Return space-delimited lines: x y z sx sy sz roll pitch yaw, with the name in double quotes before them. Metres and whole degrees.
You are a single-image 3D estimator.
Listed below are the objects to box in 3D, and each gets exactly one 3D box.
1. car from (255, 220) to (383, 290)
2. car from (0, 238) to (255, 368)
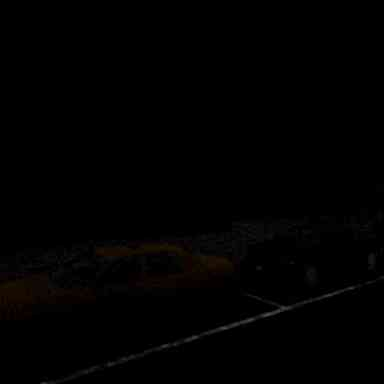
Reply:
"car" 3.412 1.545 9.108 4.507 1.381 1.887 0 0 -36
"car" -1.307 1.525 5.725 4.829 1.417 1.752 0 0 -36
